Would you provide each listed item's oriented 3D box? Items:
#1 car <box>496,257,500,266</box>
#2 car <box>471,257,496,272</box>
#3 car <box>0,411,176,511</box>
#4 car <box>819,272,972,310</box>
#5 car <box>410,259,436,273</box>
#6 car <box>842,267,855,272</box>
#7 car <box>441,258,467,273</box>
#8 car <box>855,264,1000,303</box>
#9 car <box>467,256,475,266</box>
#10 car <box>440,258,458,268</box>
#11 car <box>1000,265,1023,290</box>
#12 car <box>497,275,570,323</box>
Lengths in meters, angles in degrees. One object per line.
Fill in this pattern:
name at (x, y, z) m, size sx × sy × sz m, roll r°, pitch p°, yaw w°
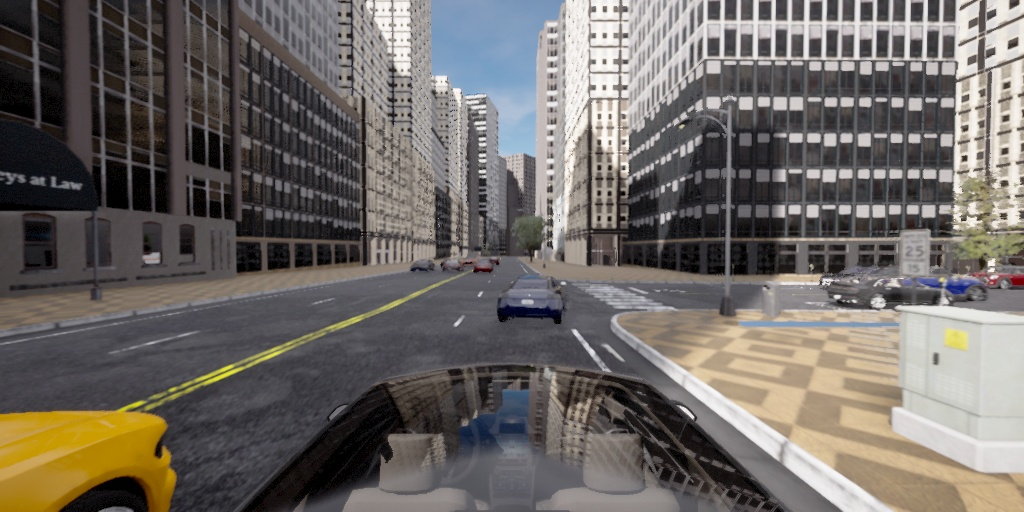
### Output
car at (-3.134, 0.897, 63.145) m, size 1.882 × 1.535 × 5.008 m, roll 0°, pitch 0°, yaw 0°
car at (-3.141, 1.104, 40.511) m, size 1.994 × 1.385 × 4.181 m, roll 0°, pitch 0°, yaw 0°
car at (-3.149, 1.235, 0.263) m, size 1.882 × 1.535 × 5.008 m, roll 0°, pitch 0°, yaw 0°
car at (15.917, 1.504, 15.170) m, size 4.403 × 1.370 × 2.007 m, roll 0°, pitch 0°, yaw -1°
car at (-9.834, 1.091, 39.982) m, size 2.033 × 1.411 × 5.357 m, roll 0°, pitch 0°, yaw 0°
car at (20.948, 1.367, 21.131) m, size 4.902 × 1.511 × 2.128 m, roll 1°, pitch 1°, yaw -1°
car at (-6.581, 1.068, 40.165) m, size 1.812 × 1.442 × 4.674 m, roll 0°, pitch 0°, yaw 0°
car at (20.609, 1.293, 17.962) m, size 4.553 × 1.767 × 2.097 m, roll 1°, pitch 1°, yaw 0°
car at (-6.546, 0.808, 56.250) m, size 2.097 × 1.767 × 4.553 m, roll 0°, pitch 0°, yaw 0°
car at (-9.799, 1.059, 55.856) m, size 1.895 × 1.301 × 4.718 m, roll 0°, pitch 0°, yaw 0°
car at (32.748, 1.376, 23.885) m, size 4.097 × 1.591 × 1.967 m, roll 0°, pitch 0°, yaw -1°
car at (0.855, 1.328, 12.128) m, size 1.994 × 1.385 × 4.181 m, roll 0°, pitch -2°, yaw 12°
